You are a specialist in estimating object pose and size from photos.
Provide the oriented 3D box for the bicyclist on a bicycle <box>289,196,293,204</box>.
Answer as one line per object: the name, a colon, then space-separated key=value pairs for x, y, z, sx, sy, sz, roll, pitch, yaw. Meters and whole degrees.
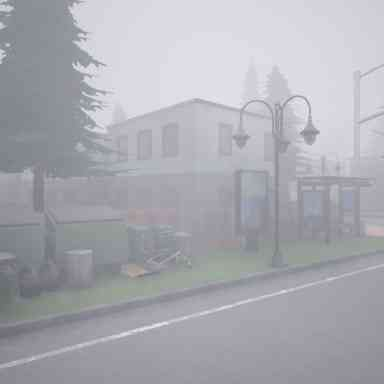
bicyclist on a bicycle: x=10.687 y=1.284 z=36.345 sx=0.582 sy=1.620 sz=1.656 roll=0 pitch=0 yaw=44
